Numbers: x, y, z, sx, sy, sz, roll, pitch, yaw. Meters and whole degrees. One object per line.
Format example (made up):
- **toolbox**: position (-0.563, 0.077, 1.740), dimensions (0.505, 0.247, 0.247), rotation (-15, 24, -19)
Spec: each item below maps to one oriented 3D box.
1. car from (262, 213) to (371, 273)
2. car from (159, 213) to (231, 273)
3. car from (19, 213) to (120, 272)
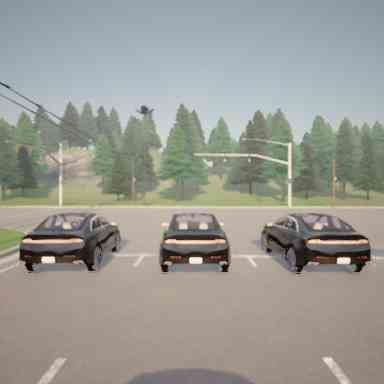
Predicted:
- **car**: position (3.506, 1.389, 10.273), dimensions (2.128, 1.511, 4.902), rotation (0, 1, -2)
- **car**: position (0.039, 1.386, 10.291), dimensions (2.128, 1.511, 4.902), rotation (0, 1, -1)
- **car**: position (-3.511, 1.382, 10.355), dimensions (2.128, 1.511, 4.902), rotation (0, 1, -2)
